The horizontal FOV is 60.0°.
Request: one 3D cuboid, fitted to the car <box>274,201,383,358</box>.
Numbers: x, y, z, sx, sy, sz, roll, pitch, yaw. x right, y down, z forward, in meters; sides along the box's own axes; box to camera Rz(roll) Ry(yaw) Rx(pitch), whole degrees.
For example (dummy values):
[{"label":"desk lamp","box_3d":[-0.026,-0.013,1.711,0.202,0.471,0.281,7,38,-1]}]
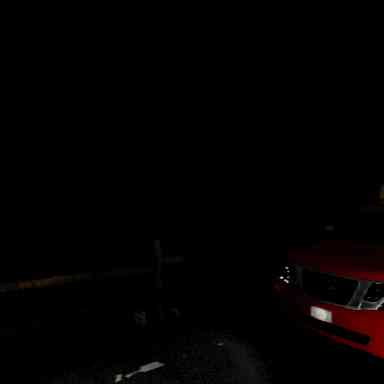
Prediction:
[{"label":"car","box_3d":[3.896,1.185,5.829,5.566,2.045,2.150,0,0,-35]}]
